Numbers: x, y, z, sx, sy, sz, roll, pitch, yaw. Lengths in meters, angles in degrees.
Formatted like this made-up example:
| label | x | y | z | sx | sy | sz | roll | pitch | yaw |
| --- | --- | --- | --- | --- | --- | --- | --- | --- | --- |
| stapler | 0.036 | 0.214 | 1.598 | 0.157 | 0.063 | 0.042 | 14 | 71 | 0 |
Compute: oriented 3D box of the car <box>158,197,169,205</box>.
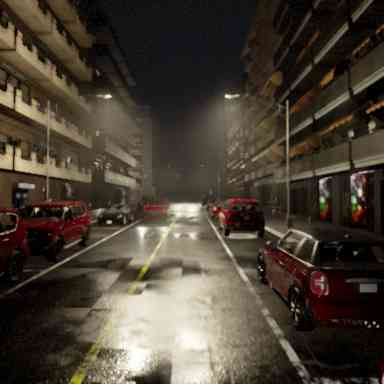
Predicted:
| label | x | y | z | sx | sy | sz | roll | pitch | yaw |
| --- | --- | --- | --- | --- | --- | --- | --- | --- | --- |
| car | -5.288 | 1.622 | 62.194 | 1.802 | 1.307 | 4.206 | 1 | 0 | 0 |

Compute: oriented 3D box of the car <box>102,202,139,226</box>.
| label | x | y | z | sx | sy | sz | roll | pitch | yaw |
| --- | --- | --- | --- | --- | --- | --- | --- | --- | --- |
| car | -5.294 | 1.554 | 23.479 | 1.947 | 1.339 | 4.313 | 1 | 0 | 0 |

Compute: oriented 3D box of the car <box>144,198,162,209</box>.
| label | x | y | z | sx | sy | sz | roll | pitch | yaw |
| --- | --- | --- | --- | --- | --- | --- | --- | --- | --- |
| car | -5.290 | 1.551 | 45.600 | 1.887 | 1.381 | 4.507 | 1 | 0 | 0 |

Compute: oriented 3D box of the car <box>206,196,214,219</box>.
| label | x | y | z | sx | sy | sz | roll | pitch | yaw |
| --- | --- | --- | --- | --- | --- | --- | --- | --- | --- |
| car | 2.556 | 1.430 | 28.950 | 1.967 | 1.590 | 4.097 | 1 | 0 | 0 |

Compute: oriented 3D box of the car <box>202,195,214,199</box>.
| label | x | y | z | sx | sy | sz | roll | pitch | yaw |
| --- | --- | --- | --- | --- | --- | --- | --- | --- | --- |
| car | 2.562 | 1.330 | 51.075 | 2.192 | 1.841 | 5.009 | 1 | 0 | 0 |

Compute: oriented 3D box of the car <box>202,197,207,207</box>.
| label | x | y | z | sx | sy | sz | roll | pitch | yaw |
| --- | --- | --- | --- | --- | --- | --- | --- | --- | --- |
| car | 2.555 | 1.580 | 40.012 | 1.802 | 1.307 | 4.206 | 1 | 0 | 0 |

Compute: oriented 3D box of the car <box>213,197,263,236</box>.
| label | x | y | z | sx | sy | sz | roll | pitch | yaw |
| --- | --- | --- | --- | --- | --- | --- | --- | --- | --- |
| car | 2.557 | 1.303 | 17.886 | 2.192 | 1.841 | 5.009 | 1 | 0 | 0 |

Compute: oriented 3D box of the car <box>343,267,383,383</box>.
| label | x | y | z | sx | sy | sz | roll | pitch | yaw |
| --- | --- | --- | --- | --- | --- | --- | --- | --- | --- |
| car | 2.583 | 1.544 | 1.293 | 1.887 | 1.381 | 4.507 | 1 | 0 | 0 |

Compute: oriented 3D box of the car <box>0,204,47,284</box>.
| label | x | y | z | sx | sy | sz | roll | pitch | yaw |
| --- | --- | --- | --- | --- | --- | --- | --- | --- | --- |
| car | -5.291 | 1.310 | 6.887 | 2.192 | 1.841 | 5.009 | 1 | 0 | 0 |

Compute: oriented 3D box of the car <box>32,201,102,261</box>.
| label | x | y | z | sx | sy | sz | roll | pitch | yaw |
| --- | --- | --- | --- | --- | --- | --- | --- | --- | --- |
| car | -5.289 | 1.306 | 12.416 | 2.192 | 1.841 | 5.009 | 1 | 0 | 0 |

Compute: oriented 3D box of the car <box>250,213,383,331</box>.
| label | x | y | z | sx | sy | sz | roll | pitch | yaw |
| --- | --- | --- | --- | --- | --- | --- | --- | --- | --- |
| car | 2.594 | 1.435 | 6.825 | 1.967 | 1.590 | 4.097 | 1 | 0 | 0 |

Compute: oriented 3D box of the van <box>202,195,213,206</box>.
| label | x | y | z | sx | sy | sz | roll | pitch | yaw |
| --- | --- | --- | --- | --- | --- | --- | --- | --- | --- |
| van | 2.562 | 1.368 | 56.607 | 1.690 | 1.788 | 3.998 | 1 | 0 | 0 |

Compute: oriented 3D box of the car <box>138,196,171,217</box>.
| label | x | y | z | sx | sy | sz | roll | pitch | yaw |
| --- | --- | --- | --- | --- | --- | --- | --- | --- | --- |
| car | -2.746 | 1.320 | 26.212 | 1.882 | 1.535 | 5.008 | 0 | 0 | 0 |
